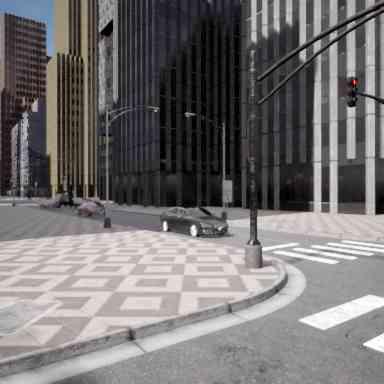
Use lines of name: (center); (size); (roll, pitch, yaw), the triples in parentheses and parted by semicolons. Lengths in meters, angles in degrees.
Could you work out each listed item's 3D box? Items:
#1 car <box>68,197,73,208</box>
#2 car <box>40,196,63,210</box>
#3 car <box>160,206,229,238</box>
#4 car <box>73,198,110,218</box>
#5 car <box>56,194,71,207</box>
car: (-14.324, 1.625, 43.796); (1.837, 1.490, 4.892); (0, 0, -35)
car: (-19.921, 1.710, 46.411); (1.812, 1.442, 4.674); (0, 0, -35)
car: (-0.006, 1.544, 18.281); (1.837, 1.490, 4.892); (0, 0, -35)
car: (-9.426, 1.615, 31.506); (1.812, 1.442, 4.674); (0, 0, -35)
car: (-20.396, 1.368, 52.249); (2.150, 2.045, 5.566); (0, 0, -35)
